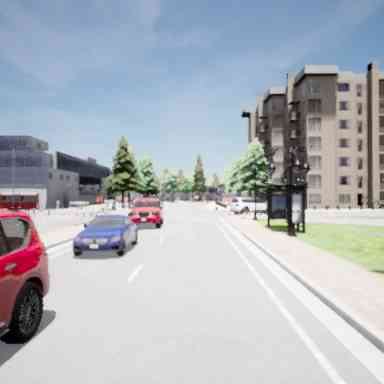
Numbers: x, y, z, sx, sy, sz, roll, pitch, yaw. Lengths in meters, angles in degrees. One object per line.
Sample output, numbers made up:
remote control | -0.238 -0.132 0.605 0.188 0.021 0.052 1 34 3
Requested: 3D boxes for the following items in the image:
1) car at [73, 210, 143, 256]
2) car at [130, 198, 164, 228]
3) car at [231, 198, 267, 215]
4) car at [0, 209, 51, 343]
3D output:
car | -3.441 1.688 14.060 1.812 1.442 4.674 0 -1 0
car | -3.283 1.509 24.796 2.150 2.045 5.566 0 -1 -2
car | 7.309 1.678 39.197 5.566 2.045 2.150 0 -1 -15
car | -3.584 1.265 3.662 2.150 2.045 5.566 0 -1 1
